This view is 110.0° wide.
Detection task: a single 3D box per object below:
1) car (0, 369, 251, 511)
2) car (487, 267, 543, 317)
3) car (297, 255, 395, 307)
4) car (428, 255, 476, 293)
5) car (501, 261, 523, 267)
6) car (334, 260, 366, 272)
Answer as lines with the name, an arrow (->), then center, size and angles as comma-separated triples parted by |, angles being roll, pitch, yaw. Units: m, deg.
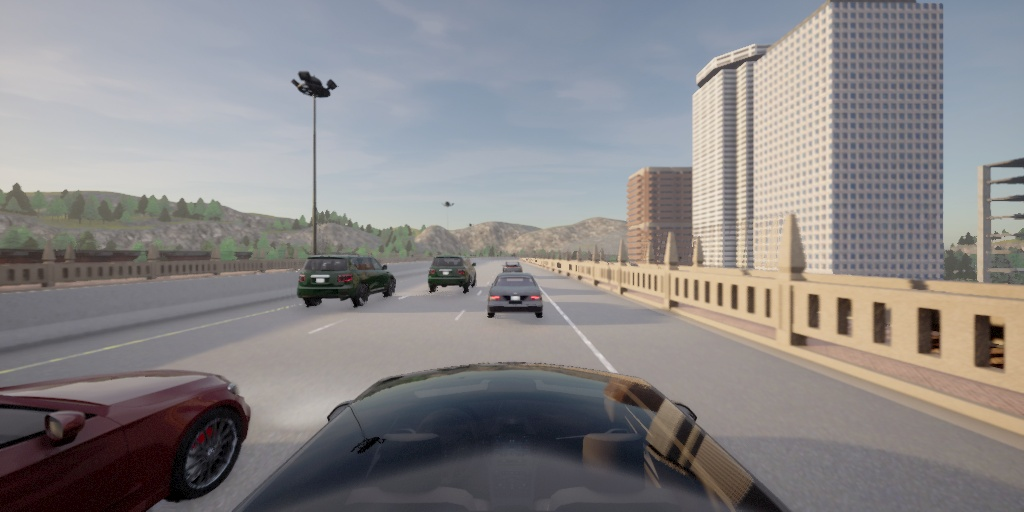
car -> -3.413, 1.276, 1.475 | 1.812, 1.442, 4.674 | 0, 0, 0
car -> 0.098, 1.298, 13.142 | 2.033, 1.411, 5.357 | 0, 0, 0
car -> -6.902, 0.973, 15.592 | 2.150, 2.045, 5.566 | 0, 0, 0
car -> -3.404, 0.973, 21.143 | 2.150, 2.045, 5.566 | 0, 0, 0
car -> 0.008, 1.244, 34.508 | 2.128, 1.511, 4.902 | 0, 0, -1
car -> -21.419, 1.301, 47.716 | 2.033, 1.411, 5.357 | 0, 0, -1
